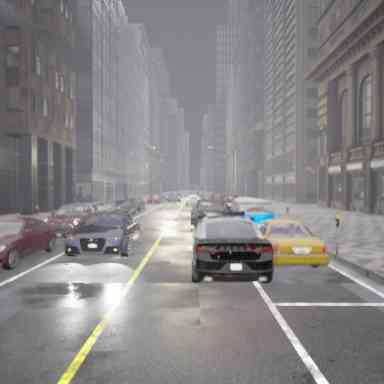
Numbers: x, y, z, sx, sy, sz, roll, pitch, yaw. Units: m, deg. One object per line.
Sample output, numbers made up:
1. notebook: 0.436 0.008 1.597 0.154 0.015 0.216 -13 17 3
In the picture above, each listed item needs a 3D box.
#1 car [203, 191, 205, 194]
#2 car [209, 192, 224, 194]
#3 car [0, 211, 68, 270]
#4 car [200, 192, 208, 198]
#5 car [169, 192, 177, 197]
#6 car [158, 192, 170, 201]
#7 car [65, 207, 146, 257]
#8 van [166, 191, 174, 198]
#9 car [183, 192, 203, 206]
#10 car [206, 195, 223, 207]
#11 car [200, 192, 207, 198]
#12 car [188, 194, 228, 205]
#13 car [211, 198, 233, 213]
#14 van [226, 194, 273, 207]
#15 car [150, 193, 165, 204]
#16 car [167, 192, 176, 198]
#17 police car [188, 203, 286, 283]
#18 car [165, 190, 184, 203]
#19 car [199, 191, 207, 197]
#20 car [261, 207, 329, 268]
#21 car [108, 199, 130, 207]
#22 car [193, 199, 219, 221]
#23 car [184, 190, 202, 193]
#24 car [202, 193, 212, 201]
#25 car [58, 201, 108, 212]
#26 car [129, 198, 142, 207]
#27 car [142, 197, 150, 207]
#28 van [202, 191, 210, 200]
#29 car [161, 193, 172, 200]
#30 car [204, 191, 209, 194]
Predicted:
1. car: 2.930 0.983 49.777 1.967 1.590 4.097 0 1 0
2. car: 2.853 1.058 27.370 2.192 1.841 5.009 0 1 0
3. car: -5.730 1.481 10.584 1.802 1.307 4.206 0 1 0
4. car: 3.047 0.792 83.387 1.887 1.381 4.507 0 1 0
5. car: -5.440 0.695 94.611 1.887 1.381 4.507 0 1 0
6. car: -5.537 0.835 66.601 1.967 1.590 4.097 0 1 0
7. car: -3.059 1.447 12.213 1.994 1.385 4.181 0 1 0
8. van: -5.479 0.589 83.406 1.690 1.788 3.998 0 1 0
9. car: 0.174 1.120 44.023 1.812 1.442 4.674 0 0 1
10. car: 2.912 1.158 44.177 1.947 1.339 4.313 0 1 0
11. car: 3.066 0.743 88.989 1.887 1.381 4.507 0 1 0
12. car: 0.965 1.167 19.383 2.097 1.767 4.553 0 1 0
13. car: 2.873 1.274 32.974 1.802 1.307 4.206 0 1 0
14. van: 2.814 1.187 16.168 1.690 1.788 3.998 0 1 0
15. car: -5.595 1.088 49.796 1.887 1.381 4.507 0 1 0
16. car: -5.459 0.744 89.010 1.887 1.381 4.507 0 1 0
17. police car: 0.932 1.334 9.523 1.930 1.638 5.238 0 1 0
18. car: -2.889 0.849 54.995 2.097 1.767 4.553 0 0 0
19. car: 3.085 0.590 94.589 1.967 1.590 4.097 0 0 0
20. car: 2.796 1.422 10.738 1.752 1.417 4.829 0 1 0
21. car: -5.691 1.345 21.787 2.008 1.369 4.403 0 1 0
22. car: 0.987 1.287 25.414 1.812 1.442 4.674 0 1 0
23. car: 0.195 0.839 56.113 2.097 1.767 4.553 0 1 0
24. car: 2.989 0.977 66.583 1.802 1.307 4.206 0 1 0
25. car: -5.711 1.286 16.184 1.967 1.590 4.097 0 1 0
26. car: -5.671 1.309 27.389 1.947 1.339 4.313 0 1 0
27. car: -5.652 1.258 32.990 1.947 1.339 4.313 0 1 0
28. van: 3.008 0.687 72.182 1.690 1.788 3.998 0 1 0
29. car: -5.517 0.891 72.203 1.887 1.381 4.507 0 1 0
30. car: 2.891 0.957 38.573 2.192 1.841 5.009 0 1 0
